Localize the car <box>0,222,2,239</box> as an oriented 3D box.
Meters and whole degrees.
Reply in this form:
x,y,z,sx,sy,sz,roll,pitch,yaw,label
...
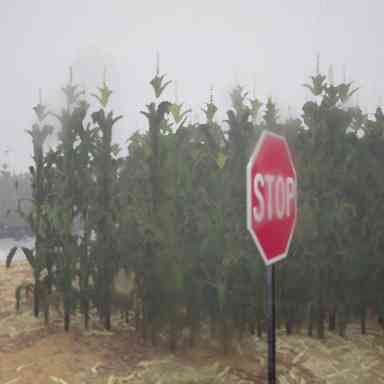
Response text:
x,y,z,sx,sy,sz,roll,pitch,yaw,label
-7.842,1.713,17.396,1.895,1.301,4.718,-1,-1,35,car
